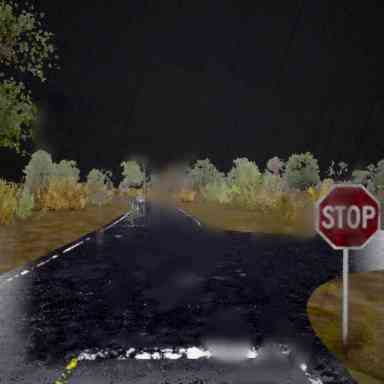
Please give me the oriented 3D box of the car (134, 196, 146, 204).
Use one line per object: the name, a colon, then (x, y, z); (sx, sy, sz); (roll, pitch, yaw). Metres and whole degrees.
car: (-9.589, 1.485, 61.527); (2.128, 1.511, 4.902); (0, 0, -11)
